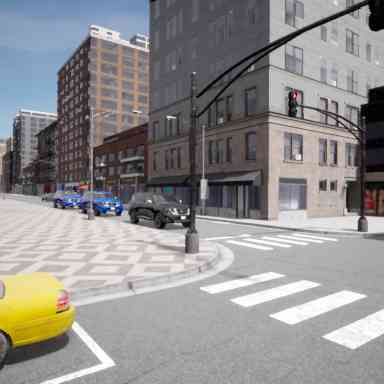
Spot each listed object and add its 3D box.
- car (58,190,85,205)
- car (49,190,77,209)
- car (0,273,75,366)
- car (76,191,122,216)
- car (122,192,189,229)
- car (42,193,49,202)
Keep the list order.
[{"bbox_3d":[-17.490,0.797,48.139,2.150,2.045,5.566,1,0,-36],"label":"car"},{"bbox_3d":[-14.205,0.861,37.977,2.150,2.045,5.566,1,0,-35],"label":"car"},{"bbox_3d":[-3.972,1.525,3.919,4.829,1.417,1.752,0,1,-36],"label":"car"},{"bbox_3d":[-8.008,0.959,29.193,2.150,2.045,5.566,1,0,-35],"label":"car"},{"bbox_3d":[-2.064,1.052,20.784,2.150,2.045,5.566,1,0,-35],"label":"car"},{"bbox_3d":[-25.540,0.944,59.518,2.128,1.511,4.902,1,0,-36],"label":"car"}]
